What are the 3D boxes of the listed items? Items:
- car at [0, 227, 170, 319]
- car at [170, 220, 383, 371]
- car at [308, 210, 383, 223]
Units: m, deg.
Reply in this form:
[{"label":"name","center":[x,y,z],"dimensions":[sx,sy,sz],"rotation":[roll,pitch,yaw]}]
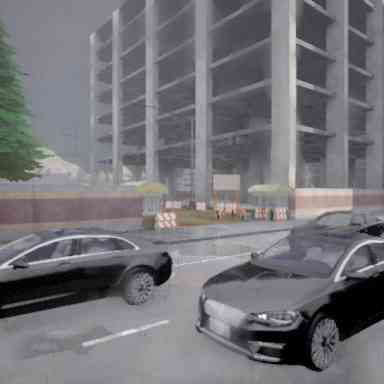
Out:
[{"label":"car","center":[-2.684,1.492,6.522],"dimensions":[4.902,1.511,2.128],"rotation":[0,0,-35]},{"label":"car","center":[2.294,1.491,5.789],"dimensions":[4.902,1.511,2.128],"rotation":[0,0,-38]},{"label":"car","center":[5.815,1.473,12.918],"dimensions":[5.008,1.535,1.882],"rotation":[0,0,-38]}]
